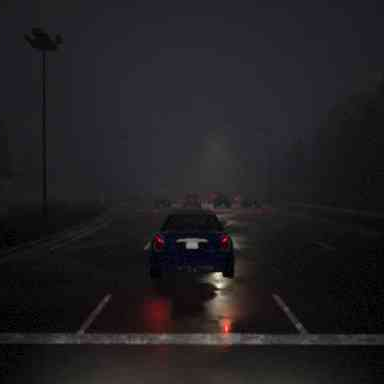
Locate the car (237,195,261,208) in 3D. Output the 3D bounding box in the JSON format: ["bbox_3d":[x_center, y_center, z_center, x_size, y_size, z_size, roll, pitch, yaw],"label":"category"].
[{"bbox_3d":[7.012,1.236,40.248,1.895,1.301,4.718,0,1,0],"label":"car"}]

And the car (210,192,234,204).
[{"bbox_3d":[3.512,1.144,39.802,1.837,1.490,4.892,0,1,0],"label":"car"}]

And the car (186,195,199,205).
[{"bbox_3d":[0.016,1.145,50.267,1.895,1.301,4.718,0,1,0],"label":"car"}]

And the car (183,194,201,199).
[{"bbox_3d":[0.012,0.987,40.188,2.097,1.767,4.553,0,1,0],"label":"car"}]

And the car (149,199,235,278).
[{"bbox_3d":[0.003,1.261,9.979,2.097,1.767,4.553,0,1,0],"label":"car"}]

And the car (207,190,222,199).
[{"bbox_3d":[3.515,0.766,50.246,2.150,2.045,5.566,0,1,0],"label":"car"}]

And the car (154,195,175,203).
[{"bbox_3d":[-3.488,1.236,40.252,1.895,1.301,4.718,0,1,0],"label":"car"}]

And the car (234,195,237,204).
[{"bbox_3d":[7.016,1.145,50.264,1.895,1.301,4.718,0,1,0],"label":"car"}]
